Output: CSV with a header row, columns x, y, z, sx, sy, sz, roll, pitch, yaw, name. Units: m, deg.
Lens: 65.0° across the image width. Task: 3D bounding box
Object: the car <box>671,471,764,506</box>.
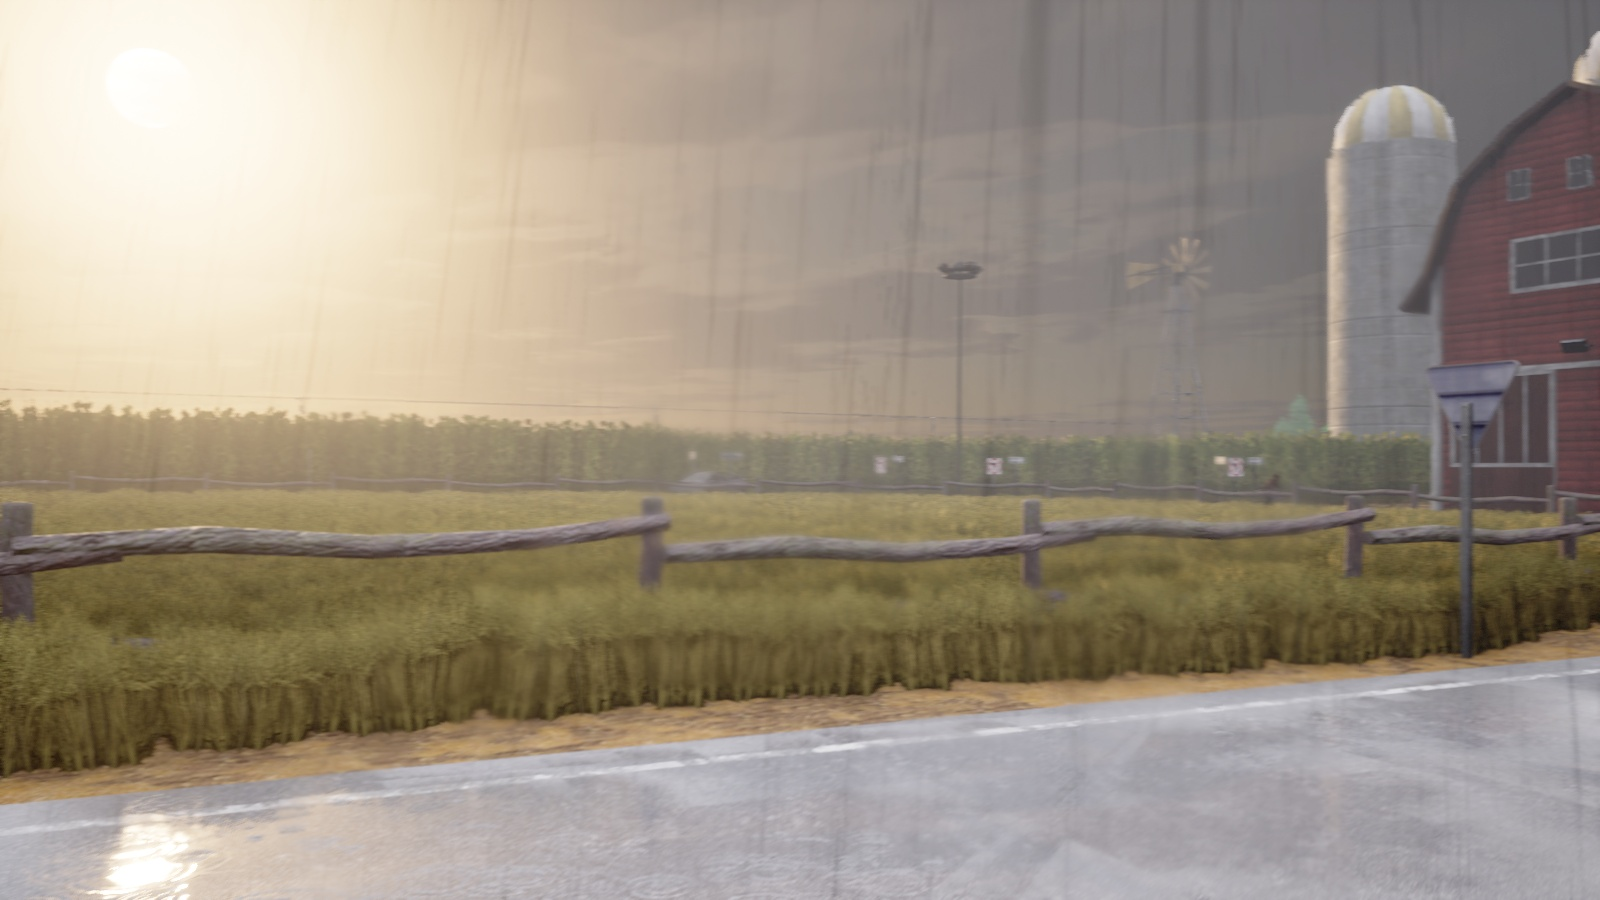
x,y,z,sx,sy,sz,roll,pitch,yaw,name
-3.797,1.760,58.589,2.007,1.525,4.514,0,-1,34,car
